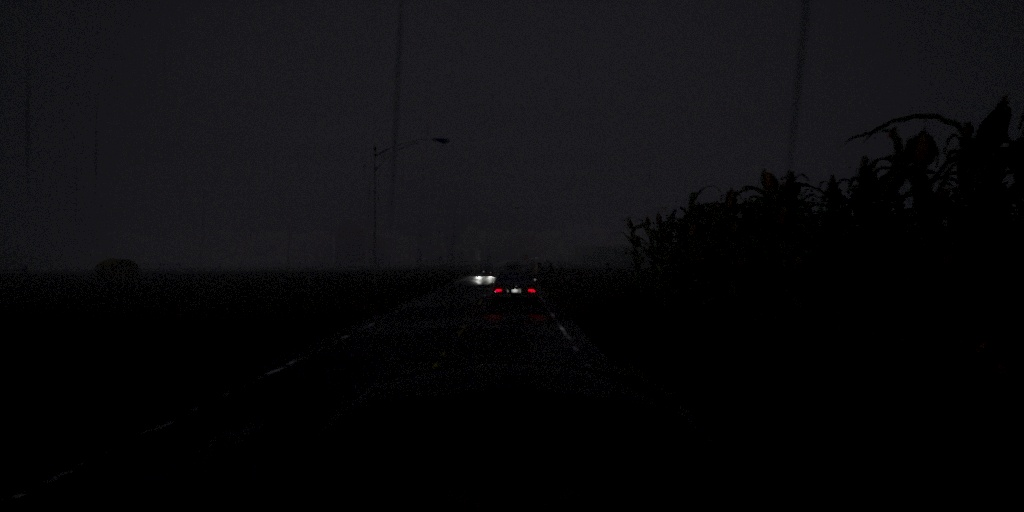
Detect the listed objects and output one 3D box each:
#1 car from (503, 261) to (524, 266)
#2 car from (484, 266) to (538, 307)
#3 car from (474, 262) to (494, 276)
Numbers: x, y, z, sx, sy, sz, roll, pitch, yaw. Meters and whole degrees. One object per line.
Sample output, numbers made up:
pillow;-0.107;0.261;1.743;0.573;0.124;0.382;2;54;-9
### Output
car;0.114;1.296;36.409;1.837;1.490;4.892;0;0;0
car;0.106;1.312;15.515;2.033;1.411;5.357;0;0;0
car;-2.790;1.358;37.391;1.994;1.385;4.181;0;0;0
